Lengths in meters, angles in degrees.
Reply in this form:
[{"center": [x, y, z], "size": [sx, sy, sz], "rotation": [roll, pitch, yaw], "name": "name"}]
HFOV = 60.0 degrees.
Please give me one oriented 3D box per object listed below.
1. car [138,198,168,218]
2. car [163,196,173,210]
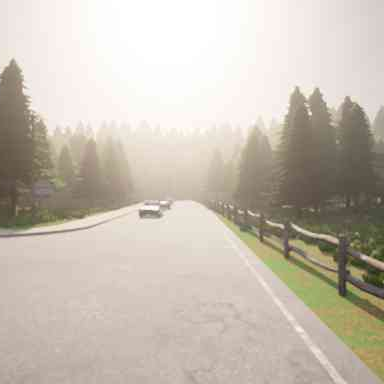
[{"center": [-3.630, 1.515, 30.221], "size": [2.033, 1.411, 5.357], "rotation": [0, 0, 0], "name": "car"}, {"center": [-3.729, 1.525, 42.091], "size": [1.994, 1.385, 4.181], "rotation": [0, 0, -2], "name": "car"}]
